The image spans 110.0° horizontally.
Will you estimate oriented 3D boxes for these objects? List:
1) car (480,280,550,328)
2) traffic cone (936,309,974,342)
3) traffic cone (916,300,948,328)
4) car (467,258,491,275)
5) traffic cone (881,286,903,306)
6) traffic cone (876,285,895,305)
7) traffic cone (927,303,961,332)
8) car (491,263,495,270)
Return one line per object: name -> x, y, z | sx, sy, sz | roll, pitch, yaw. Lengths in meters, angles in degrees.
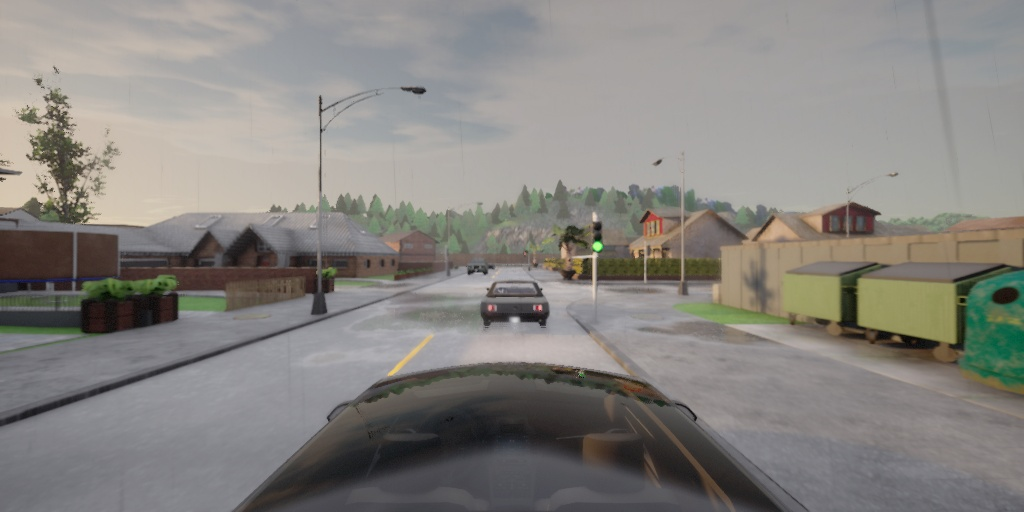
car -> 0.088, 1.420, 11.707 | 1.895, 1.301, 4.718 | 0, 0, 0
traffic cone -> 10.390, 1.628, 8.419 | 0.344, 0.586, 0.344 | 0, 0, 0
traffic cone -> 11.750, 1.618, 10.029 | 0.344, 0.586, 0.344 | 0, 0, 0
car -> -4.084, 1.260, 43.589 | 2.150, 2.045, 5.566 | 0, 0, 0
traffic cone -> 15.796, 1.659, 14.913 | 0.344, 0.586, 0.344 | 0, 0, 0
traffic cone -> 16.316, 1.693, 15.633 | 0.344, 0.586, 0.344 | 0, 0, 0
traffic cone -> 11.389, 1.611, 9.459 | 0.344, 0.586, 0.344 | 0, 0, 0
car -> -4.022, 1.767, 62.076 | 1.895, 1.301, 4.718 | 0, 0, 0
